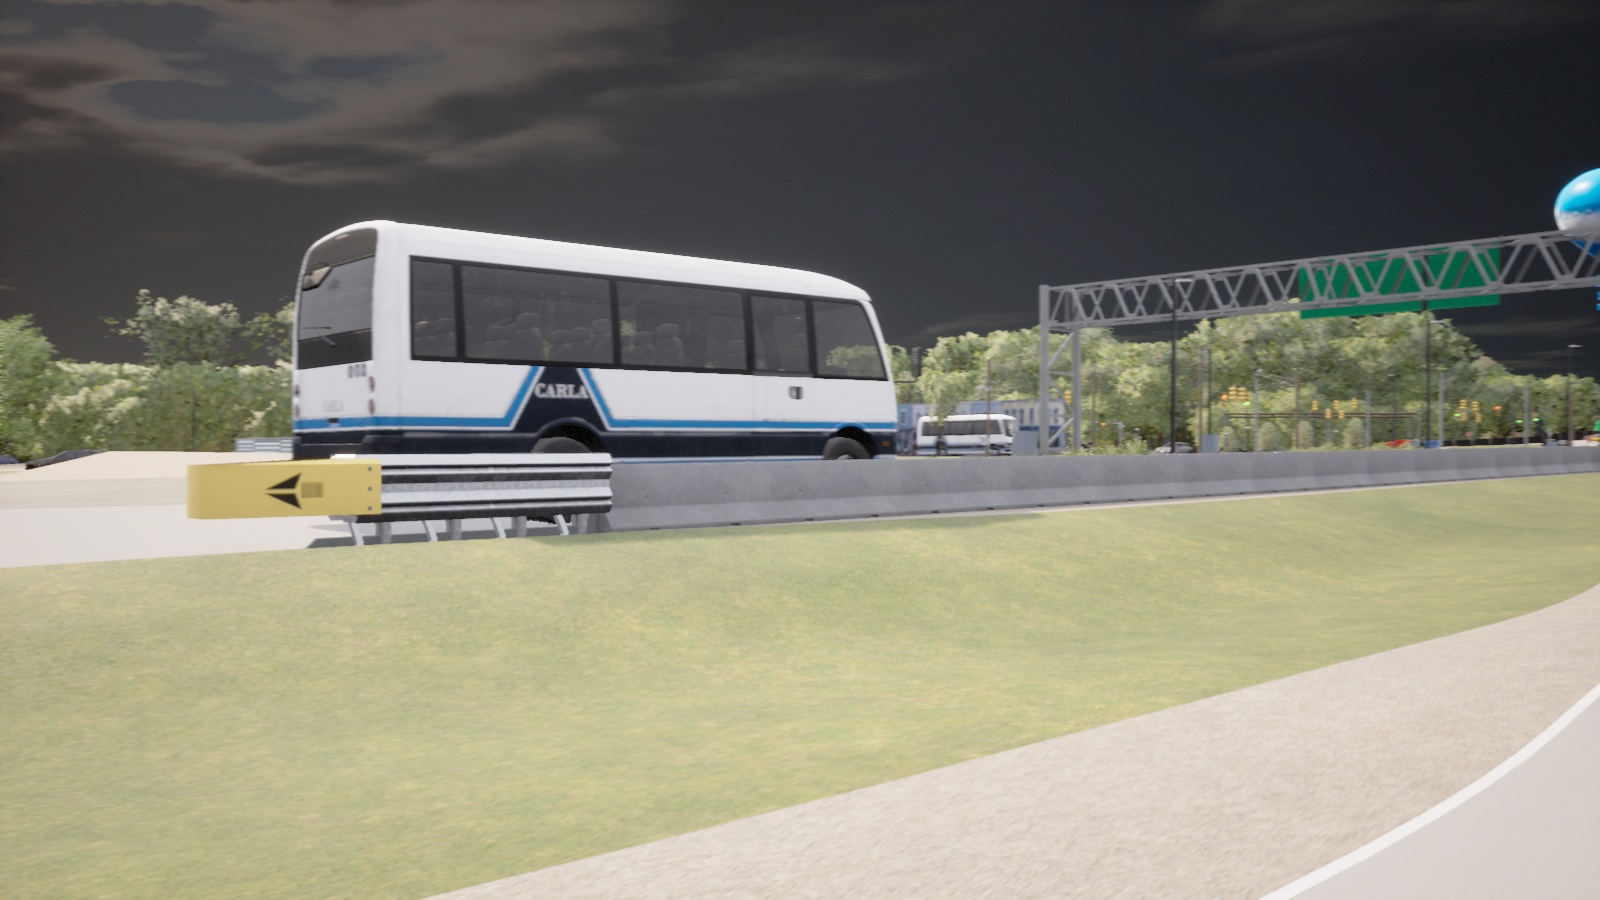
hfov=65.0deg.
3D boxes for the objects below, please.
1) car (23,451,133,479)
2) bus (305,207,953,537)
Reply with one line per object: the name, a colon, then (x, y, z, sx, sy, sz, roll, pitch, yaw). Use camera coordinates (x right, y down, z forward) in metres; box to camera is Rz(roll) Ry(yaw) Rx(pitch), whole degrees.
car: (-43.379, 0.878, 75.613, 5.357, 1.411, 2.033, -2, 1, -16)
bus: (-2.362, -1.044, 21.040, 10.273, 4.253, 3.944, -1, 0, -42)
